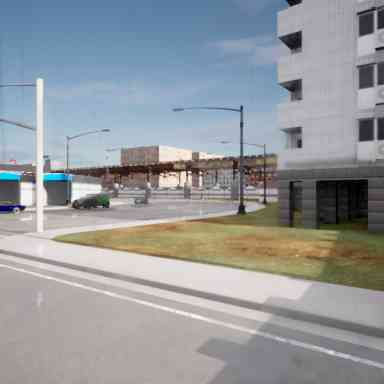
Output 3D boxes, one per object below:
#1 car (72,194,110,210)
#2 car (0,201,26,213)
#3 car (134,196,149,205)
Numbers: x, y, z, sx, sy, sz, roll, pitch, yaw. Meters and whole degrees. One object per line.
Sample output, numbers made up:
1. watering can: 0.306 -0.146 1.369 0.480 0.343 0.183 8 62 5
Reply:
1. car: -13.183 1.223 43.803 2.150 2.045 5.566 0 0 27
2. car: -19.701 1.601 33.931 1.895 1.301 4.718 0 0 37
3. car: -8.940 1.493 58.882 2.128 1.511 4.902 0 0 5
